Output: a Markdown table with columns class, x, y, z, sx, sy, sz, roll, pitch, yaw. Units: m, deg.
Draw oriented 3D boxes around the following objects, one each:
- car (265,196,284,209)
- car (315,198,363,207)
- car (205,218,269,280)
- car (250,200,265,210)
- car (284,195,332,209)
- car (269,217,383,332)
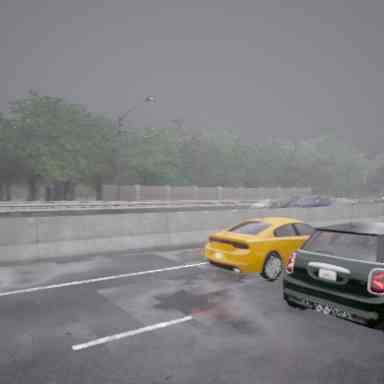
| class | x | y | z | sx | sy | sz | roll | pitch | yaw |
| --- | --- | --- | --- | --- | --- | --- | --- | --- | --- |
| car | 11.259 | 1.354 | 37.772 | 5.566 | 2.045 | 2.150 | 1 | 0 | -35 |
| car | 14.134 | 1.602 | 31.246 | 5.008 | 1.535 | 1.882 | 0 | 0 | -35 |
| car | 2.714 | 1.515 | 10.103 | 5.008 | 1.535 | 1.882 | 0 | 0 | -35 |
| car | 9.208 | 1.655 | 40.604 | 4.674 | 1.442 | 1.812 | 1 | 0 | -35 |
| car | 12.450 | 1.351 | 34.326 | 5.566 | 2.045 | 2.150 | 1 | 0 | -35 |
| car | 3.954 | 1.384 | 6.690 | 4.553 | 1.767 | 2.097 | 0 | 0 | -35 |
